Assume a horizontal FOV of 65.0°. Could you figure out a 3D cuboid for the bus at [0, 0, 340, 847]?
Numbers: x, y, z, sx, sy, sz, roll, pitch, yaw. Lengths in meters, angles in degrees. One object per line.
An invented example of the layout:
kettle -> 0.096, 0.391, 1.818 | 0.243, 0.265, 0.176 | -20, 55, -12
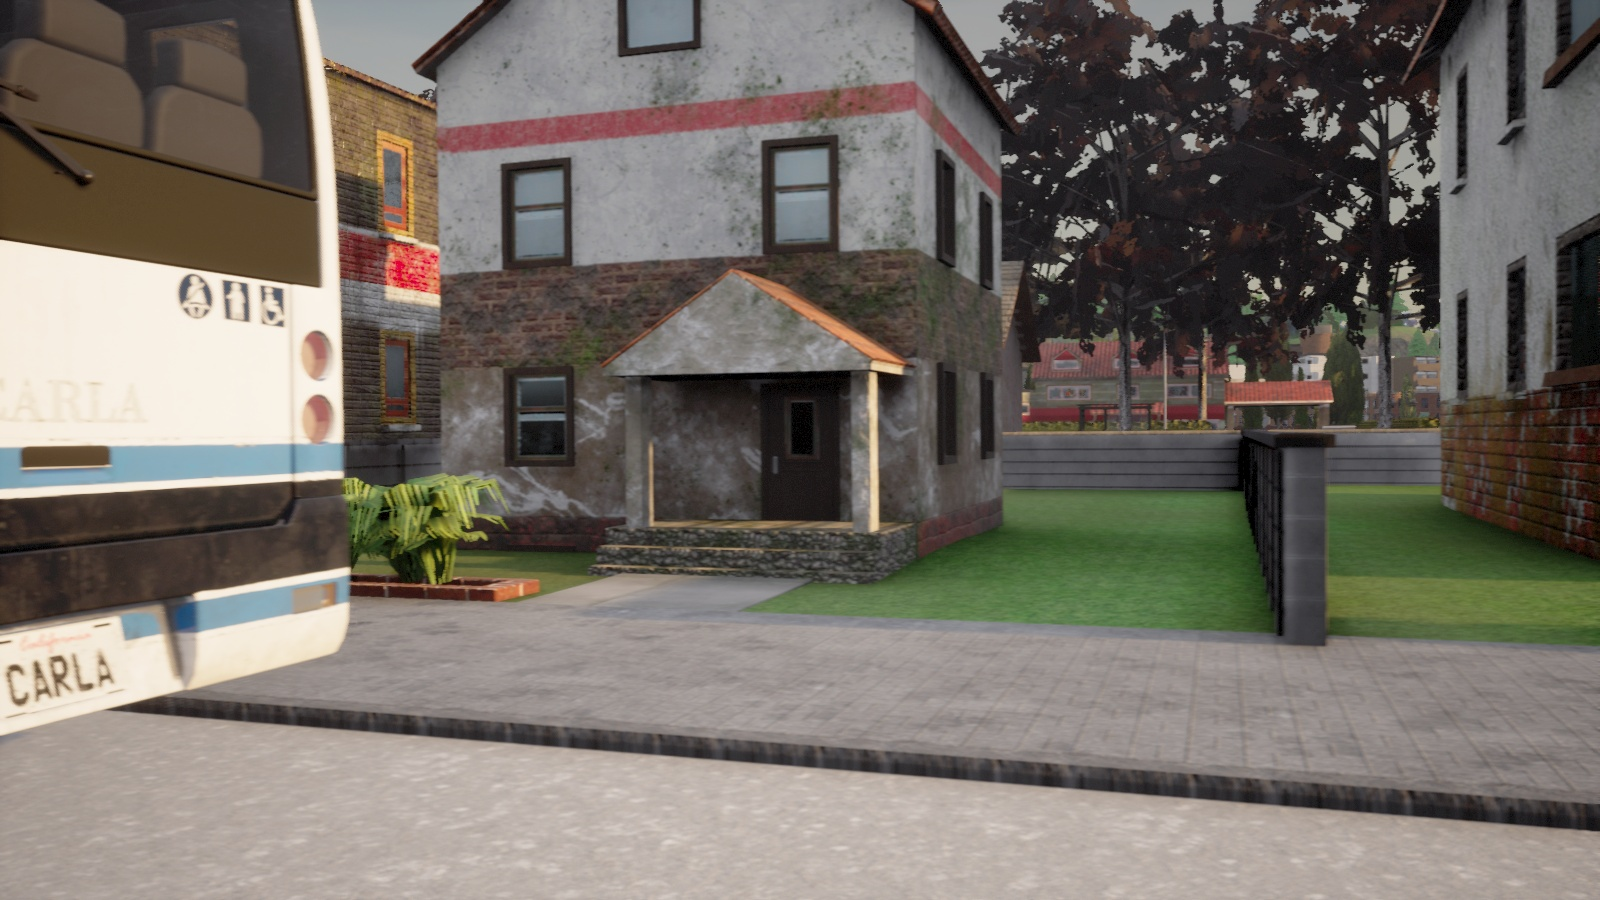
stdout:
bus -> -7.928, -0.630, 6.368 | 10.273, 4.253, 3.944 | 0, 1, 19
